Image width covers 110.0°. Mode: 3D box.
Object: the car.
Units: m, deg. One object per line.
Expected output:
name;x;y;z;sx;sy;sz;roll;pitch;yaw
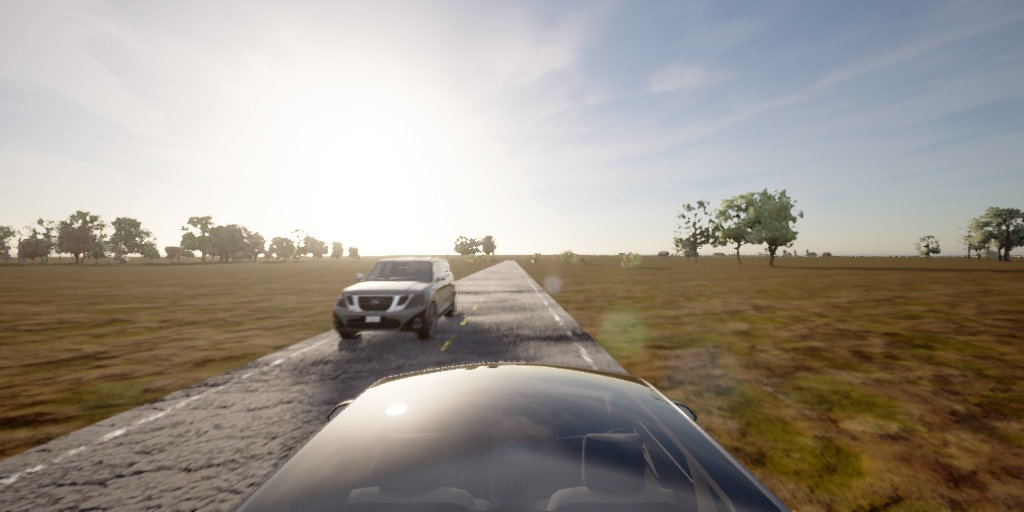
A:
car;-2.995;1.032;10.496;2.150;2.045;5.566;0;0;0
